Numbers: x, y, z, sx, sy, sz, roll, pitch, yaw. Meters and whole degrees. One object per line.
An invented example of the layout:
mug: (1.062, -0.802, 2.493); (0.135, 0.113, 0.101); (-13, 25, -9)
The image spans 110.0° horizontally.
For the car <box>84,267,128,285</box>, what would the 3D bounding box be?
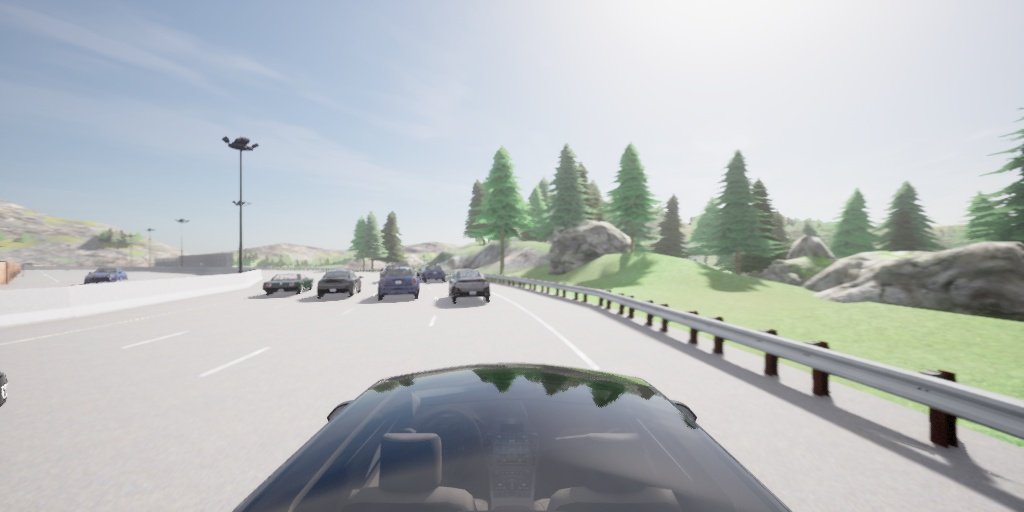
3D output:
car: (-39.803, 1.933, 35.279); (2.097, 1.767, 4.553); (0, -1, -36)

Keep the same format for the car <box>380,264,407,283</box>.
car: (-11.851, 1.672, 35.662); (2.097, 1.767, 4.553); (0, -1, -24)

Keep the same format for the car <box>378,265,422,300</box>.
car: (-6.378, 1.418, 20.540); (2.097, 1.767, 4.553); (0, -1, -14)

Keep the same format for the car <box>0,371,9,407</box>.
car: (-7.118, 1.331, 2.339); (1.837, 1.490, 4.892); (0, -1, -2)

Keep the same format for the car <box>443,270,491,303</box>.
car: (-2.278, 1.490, 18.555); (2.128, 1.511, 4.902); (0, -1, -12)

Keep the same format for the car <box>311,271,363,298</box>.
car: (-10.229, 1.619, 21.493); (1.837, 1.490, 4.892); (0, -1, -16)

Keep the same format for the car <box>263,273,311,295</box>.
car: (-14.379, 1.780, 23.380); (1.895, 1.301, 4.718); (0, -1, -17)

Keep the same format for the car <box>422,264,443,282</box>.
car: (-8.133, 1.641, 35.898); (2.097, 1.767, 4.553); (0, -1, -23)
